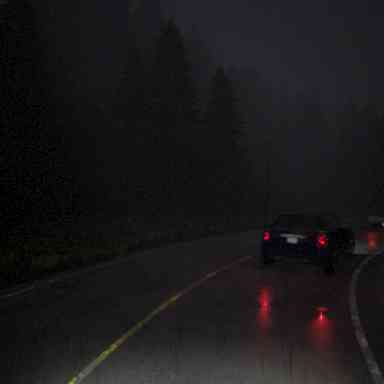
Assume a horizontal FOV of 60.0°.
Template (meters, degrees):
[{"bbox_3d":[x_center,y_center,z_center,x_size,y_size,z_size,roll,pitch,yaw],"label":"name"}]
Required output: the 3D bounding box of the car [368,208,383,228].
[{"bbox_3d":[13.241,1.676,21.436,4.718,1.301,1.895,0,0,-41],"label":"car"}]

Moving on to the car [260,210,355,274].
[{"bbox_3d":[4.012,1.392,11.158,2.097,1.767,4.553,0,0,34],"label":"car"}]
